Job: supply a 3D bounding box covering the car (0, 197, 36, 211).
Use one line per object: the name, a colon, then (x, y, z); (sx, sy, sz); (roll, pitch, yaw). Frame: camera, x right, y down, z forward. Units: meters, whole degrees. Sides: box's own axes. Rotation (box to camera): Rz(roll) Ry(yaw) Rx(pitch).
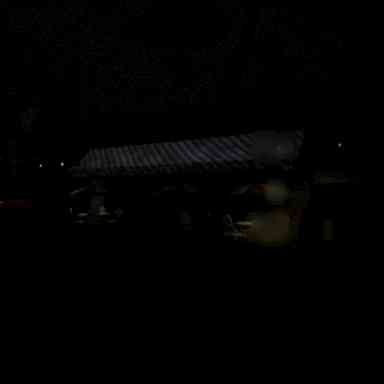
car: (-20.555, 1.310, 38.581); (2.097, 1.767, 4.553); (0, 0, 28)
